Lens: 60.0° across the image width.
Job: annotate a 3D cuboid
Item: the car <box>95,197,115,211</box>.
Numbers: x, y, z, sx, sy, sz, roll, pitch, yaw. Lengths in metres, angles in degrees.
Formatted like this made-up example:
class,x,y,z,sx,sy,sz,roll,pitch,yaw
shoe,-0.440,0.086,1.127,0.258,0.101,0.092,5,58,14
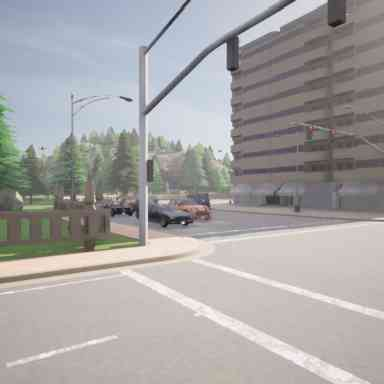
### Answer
class,x,y,z,sx,sy,sz,roll,pitch,yaw
car,-10.541,1.436,40.581,2.128,1.511,4.902,0,0,-13

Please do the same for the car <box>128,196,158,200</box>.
class,x,y,z,sx,sy,sz,roll,pitch,yaw
car,-4.855,1.422,34.379,1.882,1.535,5.008,0,0,-22

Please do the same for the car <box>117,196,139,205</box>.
class,x,y,z,sx,sy,sz,roll,pitch,yaw
car,-11.141,1.492,58.360,2.033,1.411,5.357,0,0,10

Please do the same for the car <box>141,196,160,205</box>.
class,x,y,z,sx,sy,sz,roll,pitch,yaw
car,-7.418,1.453,59.411,1.837,1.490,4.892,0,0,12

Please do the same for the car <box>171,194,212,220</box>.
class,x,y,z,sx,sy,sz,roll,pitch,yaw
car,-0.378,1.297,26.457,2.097,1.767,4.553,0,0,-32

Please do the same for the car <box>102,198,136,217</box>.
class,x,y,z,sx,sy,sz,roll,pitch,yaw
car,-6.910,1.545,30.707,1.895,1.301,4.718,0,0,-27

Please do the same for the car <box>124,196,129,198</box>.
class,x,y,z,sx,sy,sz,roll,pitch,yaw
car,-7.786,1.296,44.670,2.097,1.767,4.553,0,0,-7

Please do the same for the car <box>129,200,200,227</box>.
class,x,y,z,sx,sy,sz,roll,pitch,yaw
car,-2.023,1.492,22.453,2.033,1.411,5.357,0,0,-34
